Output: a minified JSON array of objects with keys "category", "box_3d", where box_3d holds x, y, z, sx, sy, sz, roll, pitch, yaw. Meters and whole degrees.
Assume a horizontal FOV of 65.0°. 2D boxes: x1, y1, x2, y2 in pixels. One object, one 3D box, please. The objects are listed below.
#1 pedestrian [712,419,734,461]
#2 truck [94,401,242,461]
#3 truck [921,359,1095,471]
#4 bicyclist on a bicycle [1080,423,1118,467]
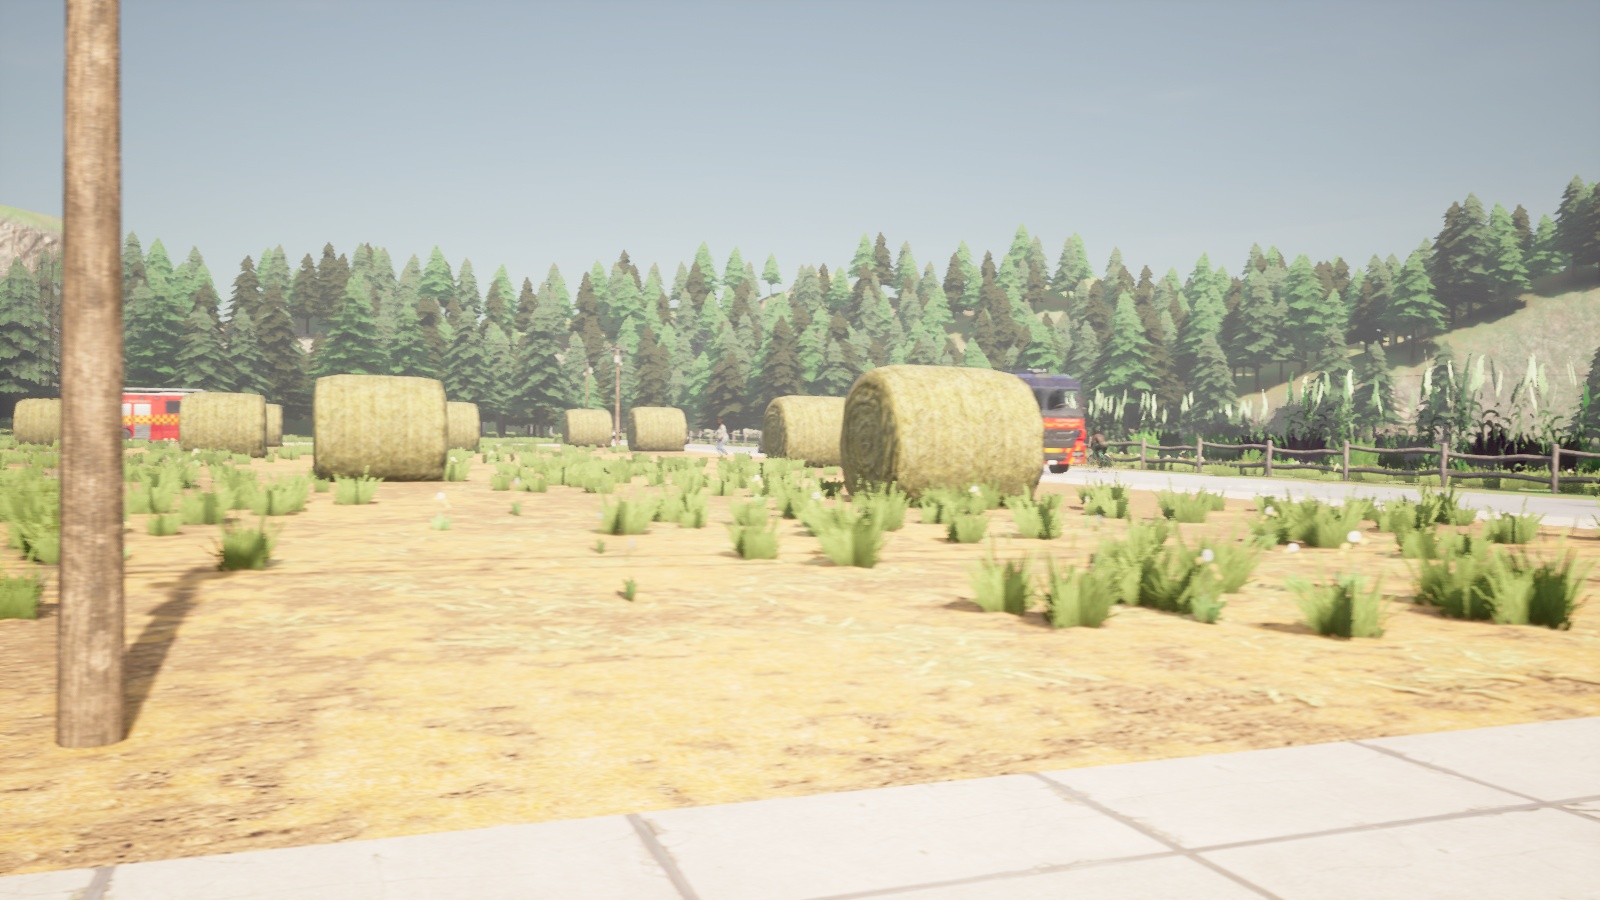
[{"category":"pedestrian","box_3d":[-3.465,-0.465,56.515,0.900,1.855,0.874,-1,1,-8]},{"category":"truck","box_3d":[-41.983,-1.276,83.773,8.468,3.827,2.891,-1,1,-21]},{"category":"truck","box_3d":[7.608,-1.257,47.458,2.891,3.827,8.468,-1,1,-18]},{"category":"bicyclist on a bicycle","box_3d":[11.303,-0.179,47.491,0.582,1.620,1.656,-1,1,-18]}]
